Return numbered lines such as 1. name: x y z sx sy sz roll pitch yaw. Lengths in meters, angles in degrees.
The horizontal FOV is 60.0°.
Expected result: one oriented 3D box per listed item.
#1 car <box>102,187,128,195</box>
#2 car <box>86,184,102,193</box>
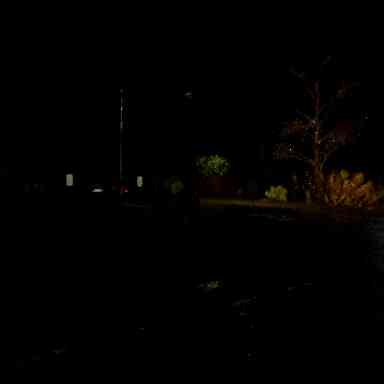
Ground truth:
1. car: -11.773 -0.182 51.865 1.895 1.301 4.718 0 2 -36
2. car: -17.606 -0.612 59.951 2.128 1.511 4.902 0 2 -36
